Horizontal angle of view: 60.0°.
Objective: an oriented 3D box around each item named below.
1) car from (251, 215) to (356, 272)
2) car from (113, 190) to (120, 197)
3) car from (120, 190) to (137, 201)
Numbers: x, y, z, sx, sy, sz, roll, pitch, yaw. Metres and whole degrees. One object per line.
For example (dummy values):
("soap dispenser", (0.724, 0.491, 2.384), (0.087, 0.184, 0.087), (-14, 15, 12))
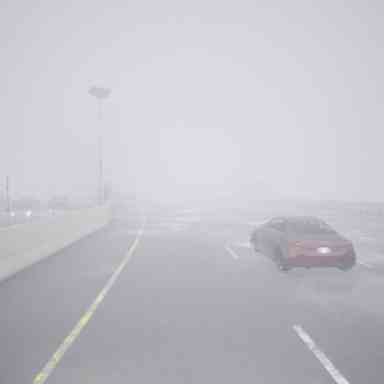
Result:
("car", (3.186, 1.403, 10.317), (1.994, 1.385, 4.181), (0, 1, -3))
("car", (-16.592, 0.260, 76.164), (2.097, 1.767, 4.553), (-1, 1, -25))
("car", (-10.942, 0.742, 58.275), (1.882, 1.535, 5.008), (-1, 1, -19))
